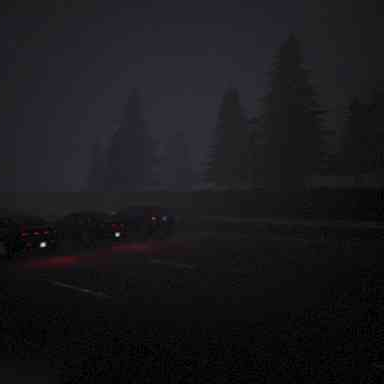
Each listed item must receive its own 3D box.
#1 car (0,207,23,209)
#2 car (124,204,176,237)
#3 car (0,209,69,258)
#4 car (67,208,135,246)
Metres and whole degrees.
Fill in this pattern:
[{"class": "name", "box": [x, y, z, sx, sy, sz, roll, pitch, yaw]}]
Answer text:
[{"class": "car", "box": [-15.261, 1.905, 27.663, 4.718, 1.301, 1.895, -1, 0, 36]}, {"class": "car", "box": [-3.192, 1.496, 19.065, 4.553, 1.767, 2.097, -1, -1, 36]}, {"class": "car", "box": [-7.334, 1.653, 13.421, 4.892, 1.490, 1.837, 0, 0, 36]}, {"class": "car", "box": [-5.288, 1.653, 16.260, 4.892, 1.490, 1.837, 0, 0, 36]}]
